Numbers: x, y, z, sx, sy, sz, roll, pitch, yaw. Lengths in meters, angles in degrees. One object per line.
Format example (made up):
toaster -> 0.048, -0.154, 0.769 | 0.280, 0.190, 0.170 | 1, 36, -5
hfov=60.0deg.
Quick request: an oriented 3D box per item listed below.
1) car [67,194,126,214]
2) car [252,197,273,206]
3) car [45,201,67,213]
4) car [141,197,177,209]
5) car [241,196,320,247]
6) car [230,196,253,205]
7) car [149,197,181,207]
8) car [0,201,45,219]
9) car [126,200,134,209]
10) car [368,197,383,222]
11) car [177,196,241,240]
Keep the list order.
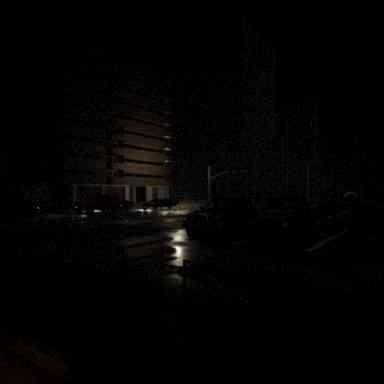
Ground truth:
car -> -10.295, 1.221, 36.288 | 2.150, 2.045, 5.566 | 0, 0, 34
car -> 12.101, 1.526, 56.746 | 1.812, 1.442, 4.674 | 0, 0, 34
car -> -15.317, 1.601, 35.090 | 1.895, 1.301, 4.718 | 0, 0, 34
car -> -4.487, 1.547, 44.925 | 2.033, 1.411, 5.357 | 0, 0, 34
car -> 3.920, 1.156, 14.329 | 1.905, 1.878, 3.866 | 0, 0, 34
car -> 8.707, 1.491, 57.971 | 2.128, 1.511, 4.902 | 0, 0, 34
car -> -4.110, 1.547, 51.711 | 2.033, 1.411, 5.357 | 0, 0, 35
car -> -15.400, 1.564, 28.687 | 1.994, 1.385, 4.181 | 0, 0, 34
car -> -9.942, 1.547, 43.095 | 2.033, 1.411, 5.357 | 0, 0, 34
car -> 15.945, 1.395, 27.283 | 1.970, 1.475, 3.806 | 0, 0, 34
car -> 1.553, 1.153, 15.995 | 1.932, 1.855, 4.605 | 0, 0, 34
